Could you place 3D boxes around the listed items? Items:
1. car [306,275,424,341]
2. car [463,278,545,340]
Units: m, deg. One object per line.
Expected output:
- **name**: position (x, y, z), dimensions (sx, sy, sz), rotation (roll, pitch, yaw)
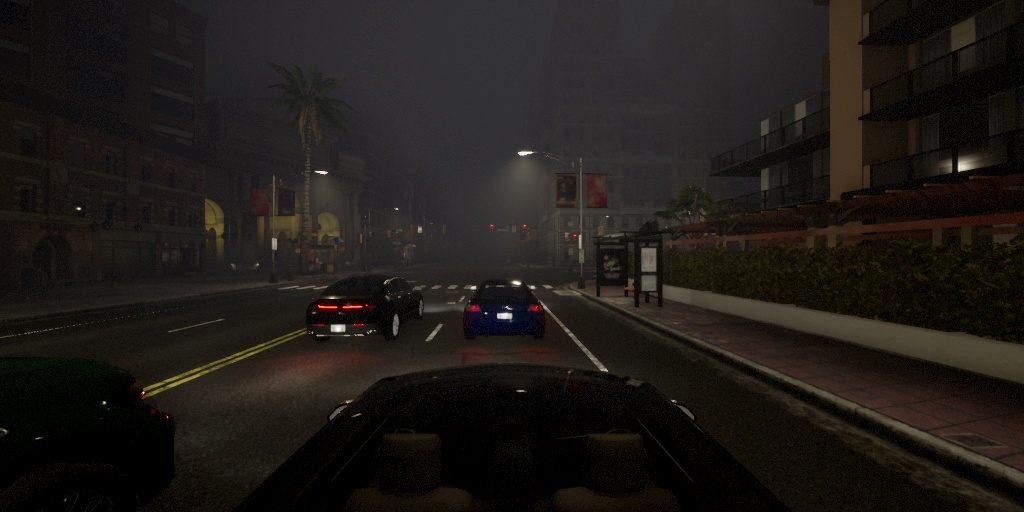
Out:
- **car**: position (-3.725, 1.255, 9.879), dimensions (1.837, 1.490, 4.892), rotation (0, 0, -3)
- **car**: position (-0.236, 1.314, 10.035), dimensions (1.994, 1.385, 4.181), rotation (0, 0, -2)
